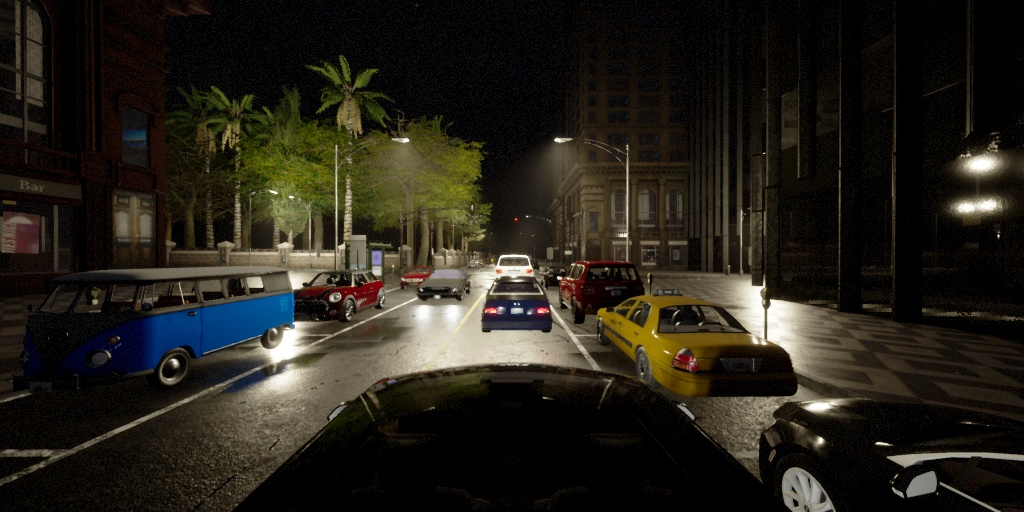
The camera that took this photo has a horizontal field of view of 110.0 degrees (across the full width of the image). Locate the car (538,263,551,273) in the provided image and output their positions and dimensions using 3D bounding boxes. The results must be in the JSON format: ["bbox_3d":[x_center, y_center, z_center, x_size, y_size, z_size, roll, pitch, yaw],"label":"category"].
[{"bbox_3d":[2.778,1.309,22.735,1.948,1.339,4.313,0,0,0],"label":"car"}]

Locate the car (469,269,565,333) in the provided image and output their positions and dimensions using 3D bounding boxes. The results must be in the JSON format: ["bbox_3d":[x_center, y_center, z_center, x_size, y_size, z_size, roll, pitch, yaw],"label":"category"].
[{"bbox_3d":[0.109,1.295,10.706,2.033,1.411,5.357,0,0,0],"label":"car"}]

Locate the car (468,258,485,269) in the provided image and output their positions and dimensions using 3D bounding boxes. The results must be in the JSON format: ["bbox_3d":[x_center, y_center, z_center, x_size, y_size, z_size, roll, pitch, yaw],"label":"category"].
[{"bbox_3d":[-5.725,1.270,54.618,2.007,1.370,4.403,0,0,0],"label":"car"}]

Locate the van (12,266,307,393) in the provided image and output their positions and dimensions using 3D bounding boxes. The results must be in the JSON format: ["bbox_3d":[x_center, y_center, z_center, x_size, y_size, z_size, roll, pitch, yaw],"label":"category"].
[{"bbox_3d":[-5.759,1.090,6.480,1.690,1.789,3.998,0,0,0],"label":"van"}]

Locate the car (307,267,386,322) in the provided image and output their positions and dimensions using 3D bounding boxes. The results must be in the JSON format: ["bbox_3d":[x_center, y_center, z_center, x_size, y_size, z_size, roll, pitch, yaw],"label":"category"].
[{"bbox_3d":[-5.756,1.187,11.906,1.967,1.591,4.097,0,0,0],"label":"car"}]

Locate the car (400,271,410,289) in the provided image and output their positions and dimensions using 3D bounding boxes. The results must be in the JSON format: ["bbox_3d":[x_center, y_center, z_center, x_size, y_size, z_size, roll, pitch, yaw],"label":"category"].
[{"bbox_3d":[-5.748,1.325,22.759,1.802,1.307,4.207,0,0,0],"label":"car"}]

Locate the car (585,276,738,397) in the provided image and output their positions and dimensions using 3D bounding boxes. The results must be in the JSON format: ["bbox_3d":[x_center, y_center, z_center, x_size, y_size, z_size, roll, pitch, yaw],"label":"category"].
[{"bbox_3d":[2.766,1.274,6.629,1.751,1.417,4.829,0,0,0],"label":"car"}]

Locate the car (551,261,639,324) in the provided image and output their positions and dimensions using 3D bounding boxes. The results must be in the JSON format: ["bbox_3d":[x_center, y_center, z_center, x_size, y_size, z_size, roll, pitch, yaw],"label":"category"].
[{"bbox_3d":[2.770,1.062,11.884,2.192,1.841,5.009,0,0,0],"label":"car"}]

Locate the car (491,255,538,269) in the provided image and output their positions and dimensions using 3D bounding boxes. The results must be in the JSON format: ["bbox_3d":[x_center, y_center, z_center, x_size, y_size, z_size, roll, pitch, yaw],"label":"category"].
[{"bbox_3d":[0.115,0.966,21.277,2.150,2.045,5.566,0,0,0],"label":"car"}]

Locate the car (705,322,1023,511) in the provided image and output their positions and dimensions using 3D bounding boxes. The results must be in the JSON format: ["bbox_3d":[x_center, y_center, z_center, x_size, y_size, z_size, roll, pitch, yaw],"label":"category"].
[{"bbox_3d":[2.762,1.300,1.033,2.007,1.370,4.403,0,0,0],"label":"car"}]

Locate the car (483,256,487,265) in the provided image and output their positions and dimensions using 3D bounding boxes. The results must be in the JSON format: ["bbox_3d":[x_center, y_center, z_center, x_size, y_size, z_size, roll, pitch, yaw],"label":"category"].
[{"bbox_3d":[-5.721,1.155,60.038,1.967,1.591,4.097,0,0,0],"label":"car"}]

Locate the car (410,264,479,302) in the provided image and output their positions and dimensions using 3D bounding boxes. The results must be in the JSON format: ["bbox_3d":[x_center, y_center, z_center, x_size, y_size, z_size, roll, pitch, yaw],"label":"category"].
[{"bbox_3d":[-3.046,1.293,17.361,2.033,1.411,5.357,0,0,1],"label":"car"}]
